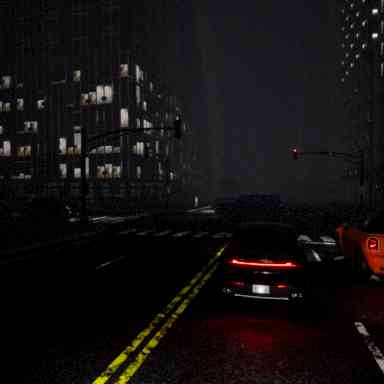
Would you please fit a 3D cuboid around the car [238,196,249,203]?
[{"bbox_3d":[10.993,1.497,70.504,1.994,1.385,4.181,0,0,14],"label":"car"}]

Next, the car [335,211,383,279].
[{"bbox_3d":[5.707,1.347,9.950,2.097,1.767,4.553,0,0,14],"label":"car"}]

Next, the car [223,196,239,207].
[{"bbox_3d":[6.132,1.471,51.846,1.837,1.490,4.892,0,0,14],"label":"car"}]

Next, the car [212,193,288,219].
[{"bbox_3d":[4.759,1.179,27.375,5.566,2.045,2.150,0,1,15],"label":"car"}]

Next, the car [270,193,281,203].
[{"bbox_3d":[17.647,1.158,70.284,2.150,2.045,5.566,0,0,14],"label":"car"}]

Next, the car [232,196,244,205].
[{"bbox_3d":[8.455,1.482,60.844,1.812,1.442,4.674,0,0,15],"label":"car"}]

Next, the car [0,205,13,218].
[{"bbox_3d":[-16.809,1.434,27.175,4.313,1.339,1.947,1,1,15],"label":"car"}]

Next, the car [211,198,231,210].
[{"bbox_3d":[3.843,1.501,42.864,1.812,1.442,4.674,0,0,14],"label":"car"}]

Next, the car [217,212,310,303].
[{"bbox_3d":[1.839,1.501,8.342,1.837,1.490,4.892,0,0,14],"label":"car"}]

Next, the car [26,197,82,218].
[{"bbox_3d":[-11.808,1.216,28.622,4.553,1.767,2.097,1,1,15],"label":"car"}]

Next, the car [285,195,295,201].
[{"bbox_3d":[23.364,1.465,79.544,2.033,1.411,5.357,0,0,14],"label":"car"}]

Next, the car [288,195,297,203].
[{"bbox_3d":[20.816,1.464,69.539,2.128,1.511,4.902,0,0,14],"label":"car"}]
